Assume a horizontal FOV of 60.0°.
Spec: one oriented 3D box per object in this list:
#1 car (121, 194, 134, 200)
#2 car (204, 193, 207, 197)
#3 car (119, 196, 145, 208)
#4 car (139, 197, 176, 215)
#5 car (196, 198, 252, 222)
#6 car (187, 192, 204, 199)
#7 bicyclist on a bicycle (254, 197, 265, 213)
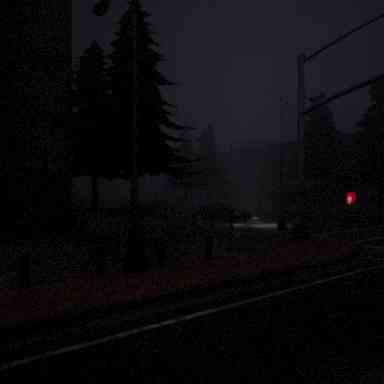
[{"bbox_3d":[-16.684,1.389,85.858,1.970,1.475,3.806,0,0,-37],"label":"car"},{"bbox_3d":[2.432,1.074,91.171,1.905,1.878,3.866,0,0,-37],"label":"car"},{"bbox_3d":[-8.845,1.610,47.854,1.895,1.301,4.718,0,0,-34],"label":"car"},{"bbox_3d":[-3.442,1.574,34.367,1.994,1.385,4.181,0,0,-37],"label":"car"},{"bbox_3d":[2.568,1.487,26.422,1.882,1.535,5.008,0,0,-37],"label":"car"},{"bbox_3d":[0.347,1.095,89.106,1.932,1.855,4.605,0,0,-37],"label":"car"},{"bbox_3d":[6.732,1.307,33.309,1.656,1.620,0.582,0,0,-37],"label":"bicyclist on a bicycle"}]
